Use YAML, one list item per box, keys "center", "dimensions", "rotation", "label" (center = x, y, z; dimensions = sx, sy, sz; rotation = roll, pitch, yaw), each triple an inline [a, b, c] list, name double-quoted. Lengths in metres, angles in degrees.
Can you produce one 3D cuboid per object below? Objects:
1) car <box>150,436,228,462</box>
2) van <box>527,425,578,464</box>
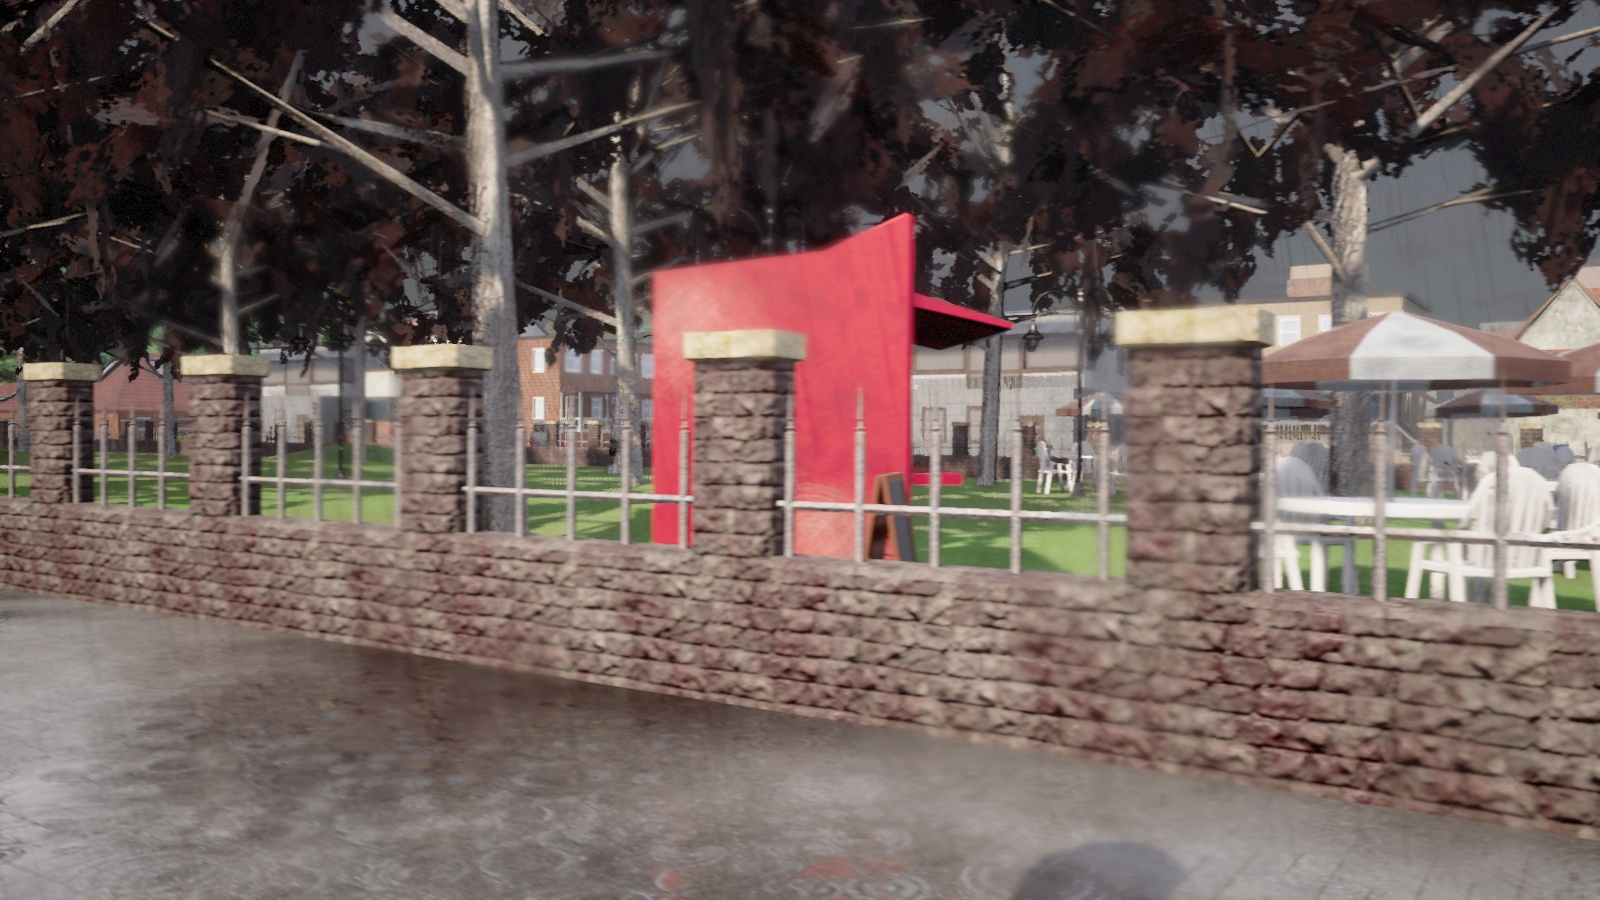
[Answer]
- center: [-38.712, -0.064, 79.507]
  dimensions: [5.366, 1.575, 1.801]
  rotation: [0, 1, 32]
  label: "car"
- center: [-12.978, -0.301, 66.116]
  dimensions: [1.775, 1.987, 4.442]
  rotation: [-1, 1, 0]
  label: "van"
